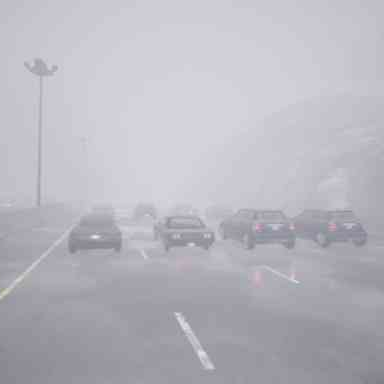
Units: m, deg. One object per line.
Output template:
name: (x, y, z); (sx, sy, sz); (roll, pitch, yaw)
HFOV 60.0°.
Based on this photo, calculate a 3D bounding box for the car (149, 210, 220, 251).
car: (-0.548, 1.699, 14.685); (1.895, 1.301, 4.718); (1, 0, -14)

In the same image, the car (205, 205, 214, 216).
car: (2.566, 1.827, 31.110); (1.994, 1.385, 4.181); (1, 0, -14)

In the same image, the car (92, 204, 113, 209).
car: (-7.579, 1.693, 28.390); (1.895, 1.301, 4.718); (1, 0, -14)

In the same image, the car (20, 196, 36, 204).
car: (-30.343, 1.519, 61.754); (1.812, 1.442, 4.674); (1, 0, -14)

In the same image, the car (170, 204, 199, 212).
car: (-0.760, 1.752, 29.973); (2.033, 1.411, 5.357); (1, 0, -14)

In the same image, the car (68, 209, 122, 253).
car: (-3.982, 1.607, 14.003); (1.994, 1.385, 4.181); (1, 0, -14)

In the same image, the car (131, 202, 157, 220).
car: (-4.228, 1.657, 29.428); (1.837, 1.490, 4.892); (1, 0, -14)

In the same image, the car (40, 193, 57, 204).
car: (-26.984, 1.275, 62.751); (2.150, 2.045, 5.566); (1, 0, -14)

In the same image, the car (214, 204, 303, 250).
car: (2.857, 1.505, 15.512); (2.097, 1.767, 4.553); (1, -1, -14)

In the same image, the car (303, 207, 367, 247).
car: (6.252, 1.561, 16.361); (2.097, 1.767, 4.553); (1, -1, -14)

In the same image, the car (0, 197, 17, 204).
car: (-33.729, 1.531, 60.865); (1.895, 1.301, 4.718); (1, 0, -14)
